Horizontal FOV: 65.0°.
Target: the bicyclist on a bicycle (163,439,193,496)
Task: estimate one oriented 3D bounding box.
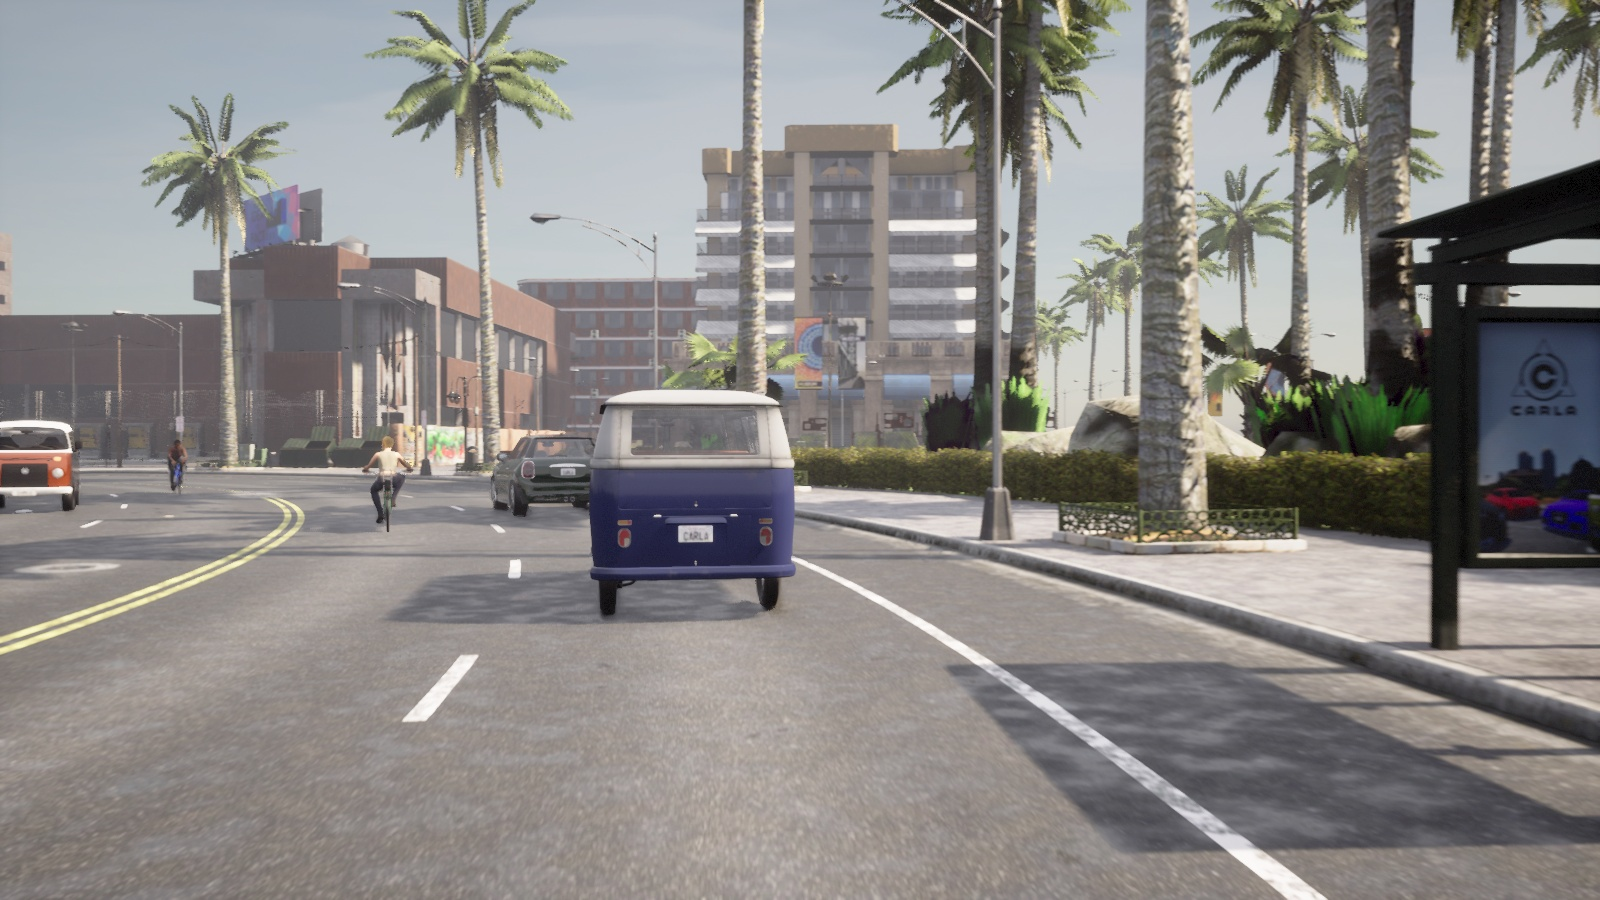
[{"bbox_3d":[-18.330,0.490,37.001,0.582,1.620,1.656,-1,1,-34],"label":"bicyclist on a bicycle"}]

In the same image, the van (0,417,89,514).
[{"bbox_3d":[-17.392,0.309,28.437,2.069,2.038,4.480,0,0,-27],"label":"van"}]

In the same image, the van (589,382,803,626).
[{"bbox_3d":[-1.219,0.428,12.592,1.775,1.987,4.442,0,0,-10],"label":"van"}]

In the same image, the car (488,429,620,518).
[{"bbox_3d":[-5.457,0.450,27.419,2.097,1.767,4.553,0,0,-21],"label":"car"}]

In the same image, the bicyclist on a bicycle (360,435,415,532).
[{"bbox_3d":[-7.142,0.560,21.763,0.866,1.612,1.509,0,0,-18],"label":"bicyclist on a bicycle"}]
